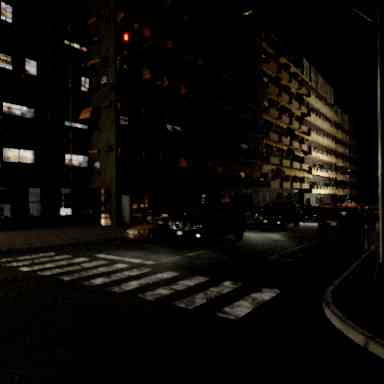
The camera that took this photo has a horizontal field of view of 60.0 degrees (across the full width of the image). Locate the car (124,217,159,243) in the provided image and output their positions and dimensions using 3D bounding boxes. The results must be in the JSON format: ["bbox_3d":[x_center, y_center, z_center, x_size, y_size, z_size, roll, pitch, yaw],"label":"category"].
[{"bbox_3d":[-1.681,1.955,18.756,1.752,1.417,4.829,-2,-2,35],"label":"car"}]

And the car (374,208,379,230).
[{"bbox_3d":[11.788,2.081,23.436,1.887,1.381,4.507,-2,-2,35],"label":"car"}]

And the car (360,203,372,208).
[{"bbox_3d":[43.906,3.407,83.841,1.947,1.339,4.313,-2,-2,35],"label":"car"}]

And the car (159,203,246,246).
[{"bbox_3d":[0.981,1.636,18.025,2.150,2.045,5.566,-1,-2,35],"label":"car"}]

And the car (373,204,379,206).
[{"bbox_3d":[27.143,2.619,49.795,1.837,1.490,4.892,-1,-2,35],"label":"car"}]

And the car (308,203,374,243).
[{"bbox_3d":[8.536,1.749,18.805,2.192,1.841,5.009,-2,-2,35],"label":"car"}]

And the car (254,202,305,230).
[{"bbox_3d":[6.905,1.824,26.484,2.150,2.045,5.566,-1,-2,35],"label":"car"}]

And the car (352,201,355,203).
[{"bbox_3d":[30.905,2.764,65.291,2.192,1.841,5.009,-2,-2,35],"label":"car"}]

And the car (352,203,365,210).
[{"bbox_3d":[37.407,3.191,74.562,1.887,1.381,4.507,-2,-2,35],"label":"car"}]

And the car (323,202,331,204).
[{"bbox_3d":[17.813,2.569,46.589,1.752,1.417,4.829,-2,-2,35],"label":"car"}]

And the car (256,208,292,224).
[{"bbox_3d":[8.165,2.286,32.811,1.887,1.381,4.507,-2,-2,35],"label":"car"}]

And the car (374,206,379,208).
[{"bbox_3d":[18.287,2.323,32.712,1.802,1.307,4.206,-2,-2,35],"label":"car"}]

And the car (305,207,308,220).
[{"bbox_3d":[12.648,2.287,34.654,1.837,1.490,4.892,-1,-2,35],"label":"car"}]

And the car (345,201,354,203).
[{"bbox_3d":[27.660,2.894,60.646,1.887,1.381,4.507,-2,-2,35],"label":"car"}]
